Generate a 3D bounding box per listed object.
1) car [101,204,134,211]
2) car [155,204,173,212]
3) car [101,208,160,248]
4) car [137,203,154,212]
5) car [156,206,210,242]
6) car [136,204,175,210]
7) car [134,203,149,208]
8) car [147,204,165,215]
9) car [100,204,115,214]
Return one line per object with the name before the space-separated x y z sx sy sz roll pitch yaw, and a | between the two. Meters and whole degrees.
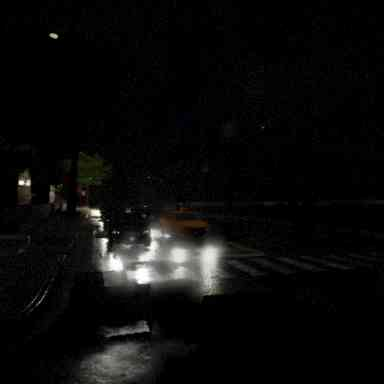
car | -5.798 1.957 25.451 1.837 1.490 4.892 0 -1 -16
car | -4.923 2.741 57.999 2.033 1.411 5.357 0 -2 -16
car | -3.192 1.762 16.400 2.128 1.511 4.902 0 -1 -16
car | -8.046 2.661 57.102 2.128 1.511 4.902 0 -2 -16
car | -0.483 1.801 18.737 1.882 1.535 5.008 0 -1 -16
car | -3.102 1.998 27.832 2.128 1.511 4.902 0 -1 -16
car | -5.958 2.255 37.800 2.033 1.411 5.357 0 -1 -15
car | -5.125 2.420 47.106 1.837 1.490 4.892 0 -1 -15
car | -12.601 2.529 49.393 1.994 1.385 4.181 0 -2 -16
